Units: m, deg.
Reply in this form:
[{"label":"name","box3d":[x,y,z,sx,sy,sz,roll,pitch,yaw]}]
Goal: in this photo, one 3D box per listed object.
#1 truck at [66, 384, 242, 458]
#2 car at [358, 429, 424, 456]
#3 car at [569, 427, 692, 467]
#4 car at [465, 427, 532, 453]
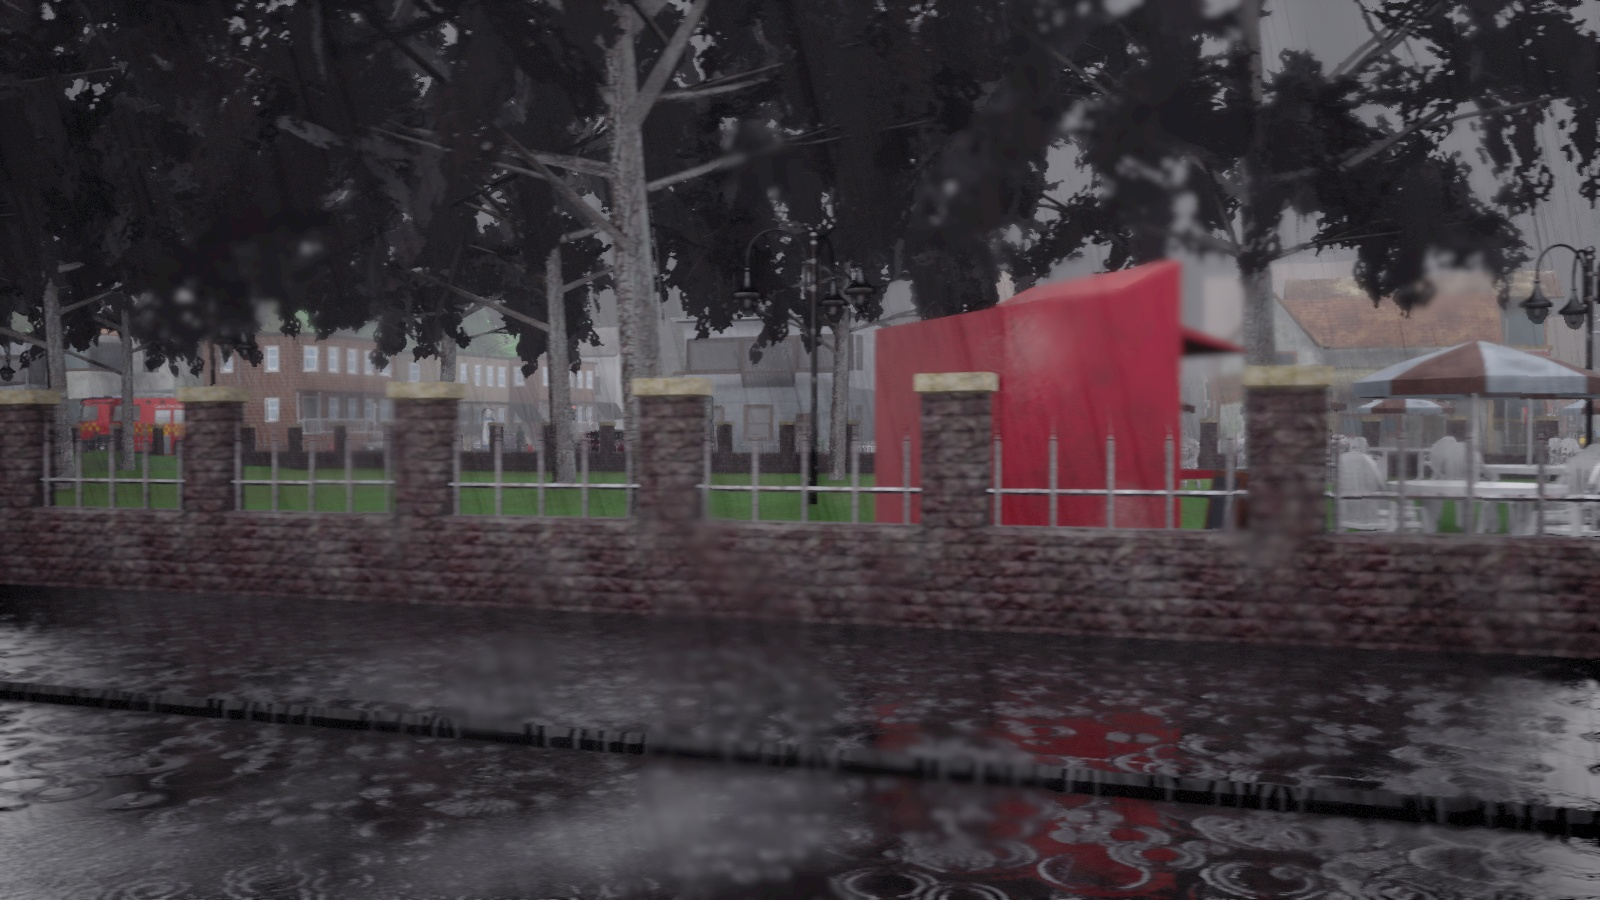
[{"label":"truck","box3d":[-34.532,-1.544,67.196,8.468,3.827,2.891,0,1,12]},{"label":"car","box3d":[-23.659,-0.450,72.800,1.789,1.549,3.705,1,1,19]},{"label":"car","box3d":[-7.264,-0.134,53.933,4.856,1.649,2.033,1,1,19]},{"label":"car","box3d":[-20.021,-0.655,83.526,2.033,1.649,4.856,1,1,19]}]
